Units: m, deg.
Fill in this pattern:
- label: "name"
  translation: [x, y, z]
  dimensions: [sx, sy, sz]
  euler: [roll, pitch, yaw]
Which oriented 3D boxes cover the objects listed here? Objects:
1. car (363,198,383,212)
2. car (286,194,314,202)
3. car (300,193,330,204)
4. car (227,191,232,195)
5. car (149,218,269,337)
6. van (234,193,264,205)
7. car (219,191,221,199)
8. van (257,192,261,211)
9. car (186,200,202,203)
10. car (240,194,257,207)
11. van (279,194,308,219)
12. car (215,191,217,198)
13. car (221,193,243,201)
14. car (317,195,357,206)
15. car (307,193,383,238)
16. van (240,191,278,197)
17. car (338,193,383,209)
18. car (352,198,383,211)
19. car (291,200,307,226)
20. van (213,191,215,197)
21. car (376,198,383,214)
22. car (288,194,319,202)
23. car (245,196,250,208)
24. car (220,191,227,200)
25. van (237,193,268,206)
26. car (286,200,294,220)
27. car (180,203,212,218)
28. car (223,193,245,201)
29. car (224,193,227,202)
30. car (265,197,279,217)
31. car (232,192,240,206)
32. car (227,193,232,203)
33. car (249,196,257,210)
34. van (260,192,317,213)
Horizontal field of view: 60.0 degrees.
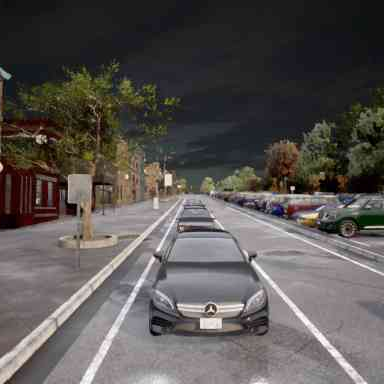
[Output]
- label: "car"
  translation: [22.175, 1.469, 37.446]
  dimensions: [4.792, 1.488, 2.163]
  euler: [0, 0, 0]
- label: "car"
  translation: [21.985, 1.188, 67.986]
  dimensions: [4.892, 1.521, 2.231]
  euler: [0, 1, 0]
- label: "car"
  translation: [22.072, 1.136, 59.659]
  dimensions: [4.553, 1.767, 2.185]
  euler: [0, 1, 0]
- label: "car"
  translation: [8.996, 1.139, 59.107]
  dimensions: [4.553, 1.767, 2.185]
  euler: [0, 1, 0]
- label: "car"
  translation: [0.251, 1.524, 6.843]
  dimensions: [1.812, 1.442, 4.674]
  euler: [0, 0, 0]
- label: "van"
  translation: [9.123, 1.089, 53.501]
  dimensions: [4.442, 1.987, 1.878]
  euler: [0, 1, 0]
- label: "car"
  translation: [8.874, 0.938, 67.515]
  dimensions: [5.566, 2.045, 2.435]
  euler: [0, 1, 0]
- label: "van"
  translation: [9.268, 1.222, 33.873]
  dimensions: [4.442, 1.987, 1.878]
  euler: [0, 0, 0]
- label: "car"
  translation: [0.211, 1.442, 29.870]
  dimensions: [2.128, 1.511, 4.902]
  euler: [0, 0, 0]
- label: "car"
  translation: [9.095, 1.409, 42.287]
  dimensions: [4.892, 1.521, 2.231]
  euler: [0, 0, 0]
- label: "van"
  translation: [9.330, 1.237, 25.462]
  dimensions: [4.442, 1.987, 1.878]
  euler: [0, 0, 0]
- label: "car"
  translation: [8.794, 1.065, 81.533]
  dimensions: [5.008, 1.535, 2.097]
  euler: [0, 1, 0]
- label: "car"
  translation: [8.830, 1.014, 73.123]
  dimensions: [4.553, 1.767, 2.185]
  euler: [0, 1, 0]
- label: "car"
  translation: [22.288, 1.332, 51.333]
  dimensions: [5.366, 1.575, 1.946]
  euler: [0, 1, 0]
- label: "car"
  translation: [9.247, 1.221, 17.051]
  dimensions: [5.566, 2.045, 2.435]
  euler: [0, 0, 0]
- label: "van"
  translation: [9.185, 1.163, 45.094]
  dimensions: [4.442, 1.987, 1.878]
  euler: [0, 0, 0]
- label: "car"
  translation: [22.135, 1.153, 43.002]
  dimensions: [5.566, 2.045, 2.435]
  euler: [0, 0, 0]
- label: "car"
  translation: [22.213, 1.452, 40.229]
  dimensions: [4.792, 1.488, 2.163]
  euler: [0, 0, 0]
- label: "car"
  translation: [9.069, 1.466, 19.854]
  dimensions: [5.366, 1.575, 1.946]
  euler: [0, 0, 0]
- label: "van"
  translation: [8.620, 0.764, 89.940]
  dimensions: [4.442, 1.987, 1.878]
  euler: [0, 1, 0]
- label: "car"
  translation: [22.410, 1.444, 34.675]
  dimensions: [5.366, 1.575, 1.946]
  euler: [0, 0, 0]
- label: "car"
  translation: [21.814, 1.209, 65.208]
  dimensions: [5.366, 1.575, 1.946]
  euler: [0, 0, 0]
- label: "car"
  translation: [9.107, 1.466, 39.484]
  dimensions: [4.674, 1.452, 2.002]
  euler: [0, 0, 0]
- label: "car"
  translation: [8.895, 0.963, 64.712]
  dimensions: [5.566, 2.045, 2.435]
  euler: [0, 1, 0]
- label: "van"
  translation: [9.143, 1.113, 50.698]
  dimensions: [4.442, 1.987, 1.878]
  euler: [0, 1, 0]
- label: "car"
  translation: [9.236, 1.506, 22.658]
  dimensions: [4.674, 1.452, 2.002]
  euler: [0, 0, 0]
- label: "car"
  translation: [0.188, 1.532, 17.422]
  dimensions: [2.033, 1.411, 5.357]
  euler: [0, 0, 0]
- label: "car"
  translation: [8.851, 1.039, 70.319]
  dimensions: [4.553, 1.767, 2.185]
  euler: [0, 1, 0]
- label: "car"
  translation: [8.941, 1.279, 61.912]
  dimensions: [4.674, 1.452, 2.002]
  euler: [0, 1, 0]
- label: "car"
  translation: [9.187, 1.460, 28.264]
  dimensions: [5.008, 1.535, 2.097]
  euler: [0, 0, 0]
- label: "car"
  translation: [9.019, 1.113, 47.893]
  dimensions: [5.566, 2.045, 2.435]
  euler: [0, 1, 0]
- label: "car"
  translation: [8.979, 1.290, 56.306]
  dimensions: [4.892, 1.521, 2.231]
  euler: [0, 1, 0]
- label: "car"
  translation: [9.159, 1.470, 36.676]
  dimensions: [4.792, 1.488, 2.163]
  euler: [0, 0, 0]
- label: "van"
  translation: [9.055, 1.230, 31.070]
  dimensions: [4.442, 1.987, 1.878]
  euler: [0, 0, 0]
